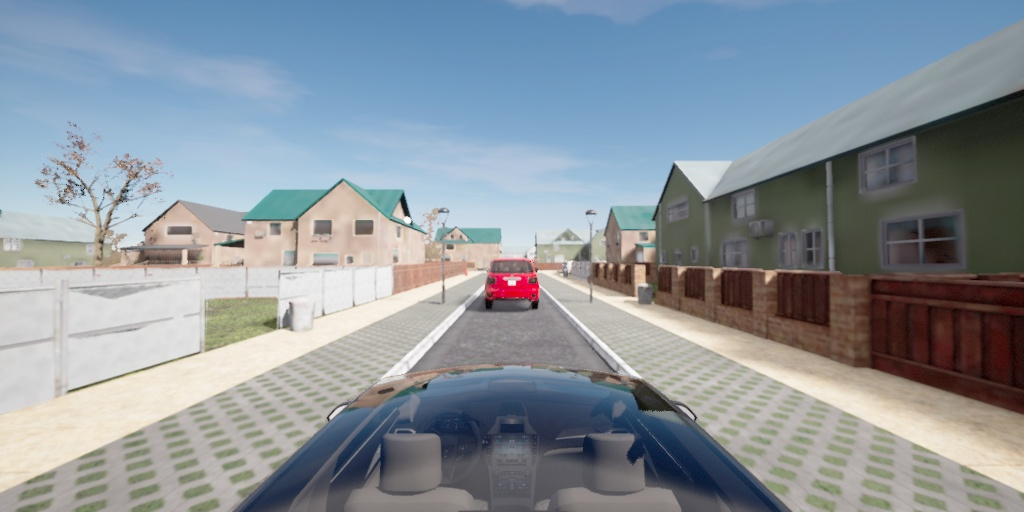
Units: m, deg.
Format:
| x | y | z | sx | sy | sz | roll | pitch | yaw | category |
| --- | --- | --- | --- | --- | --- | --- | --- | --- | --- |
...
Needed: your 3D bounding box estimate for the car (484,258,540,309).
| x | y | z | sx | sy | sz | roll | pitch | yaw | category |
| --- | --- | --- | --- | --- | --- | --- | --- | --- | --- |
| 0.002 | 1.098 | 15.883 | 2.150 | 2.045 | 5.566 | 0 | 0 | 0 | car |
